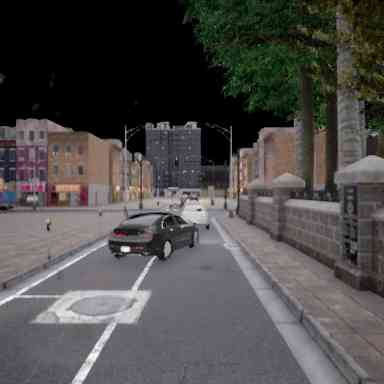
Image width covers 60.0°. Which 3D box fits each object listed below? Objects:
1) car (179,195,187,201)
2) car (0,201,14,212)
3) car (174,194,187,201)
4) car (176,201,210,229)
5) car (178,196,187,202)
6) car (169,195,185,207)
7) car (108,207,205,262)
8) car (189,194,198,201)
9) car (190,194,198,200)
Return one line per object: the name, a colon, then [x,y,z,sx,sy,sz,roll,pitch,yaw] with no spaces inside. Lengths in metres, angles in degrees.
car: [-2.171,1.552,81.171,2.008,1.369,4.403,0,0,0]
car: [-22.528,1.613,36.929,4.718,1.301,1.895,0,0,-1]
car: [-2.329,1.309,53.911,2.192,1.841,5.009,0,0,0]
car: [0.153,1.520,21.299,1.812,1.442,4.674,0,0,1]
car: [-2.203,1.565,75.719,1.947,1.339,4.313,0,0,0]
car: [-2.362,1.519,48.289,1.752,1.417,4.829,0,0,0]
car: [-1.205,1.499,12.308,1.837,1.490,4.892,0,-1,19]
car: [0.458,1.349,79.382,2.097,1.767,4.553,0,0,0]
car: [0.516,1.332,89.417,1.882,1.535,5.008,0,0,0]
